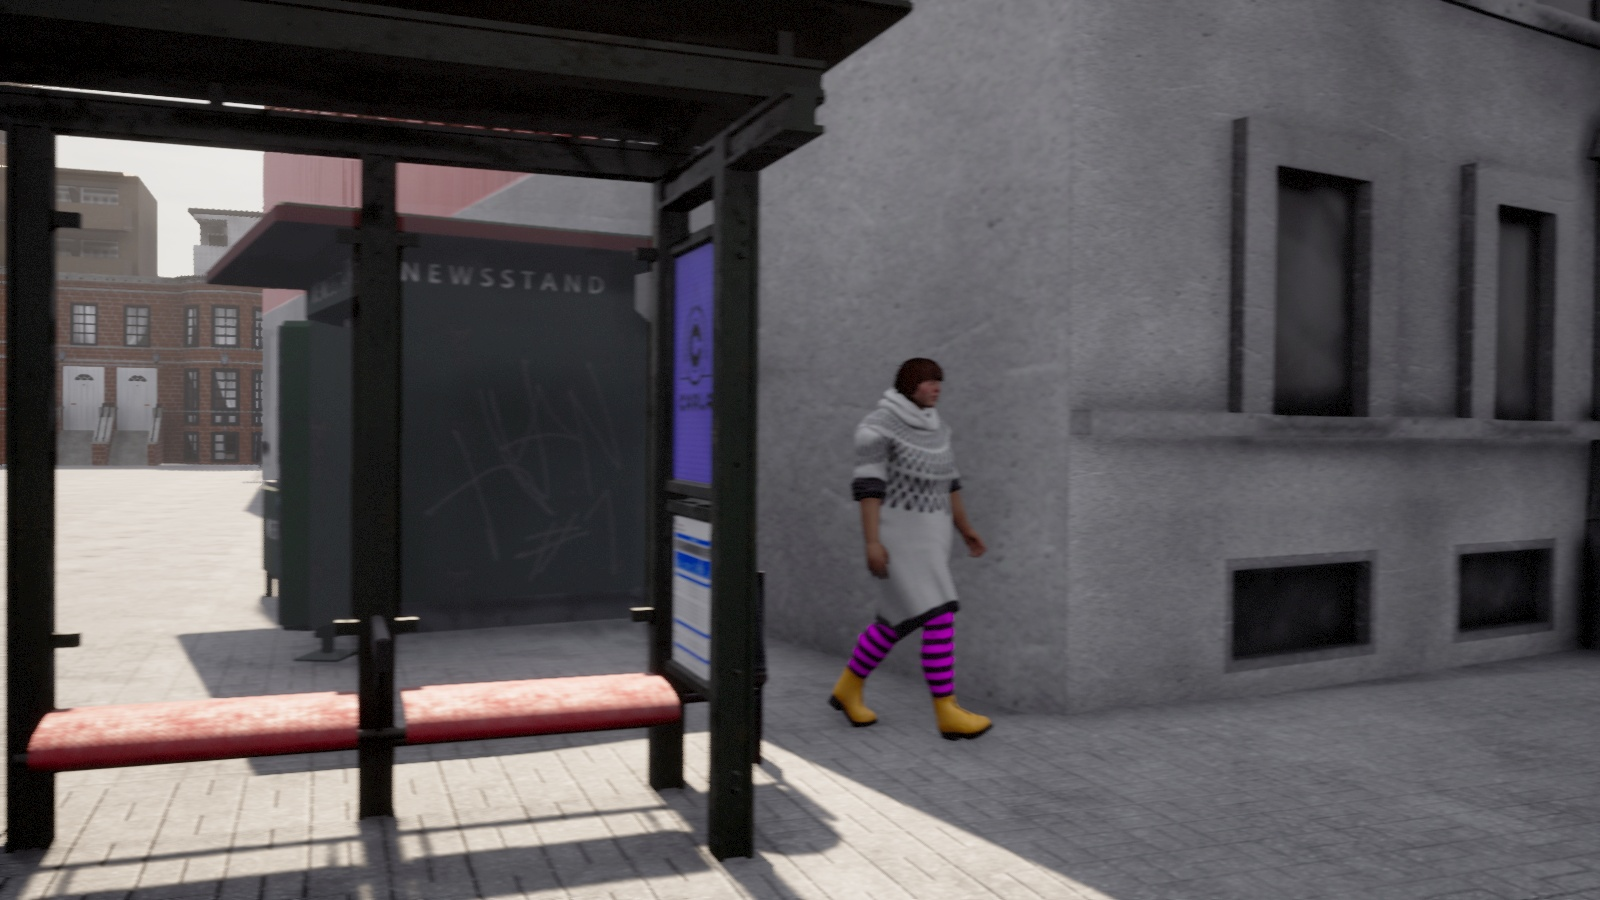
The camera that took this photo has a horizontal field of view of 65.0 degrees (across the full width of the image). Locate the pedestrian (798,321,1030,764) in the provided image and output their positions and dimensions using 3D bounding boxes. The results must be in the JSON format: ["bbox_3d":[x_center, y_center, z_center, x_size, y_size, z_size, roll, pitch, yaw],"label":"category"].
[{"bbox_3d":[0.549,0.402,6.058,0.873,1.952,0.659,0,1,39],"label":"pedestrian"}]
